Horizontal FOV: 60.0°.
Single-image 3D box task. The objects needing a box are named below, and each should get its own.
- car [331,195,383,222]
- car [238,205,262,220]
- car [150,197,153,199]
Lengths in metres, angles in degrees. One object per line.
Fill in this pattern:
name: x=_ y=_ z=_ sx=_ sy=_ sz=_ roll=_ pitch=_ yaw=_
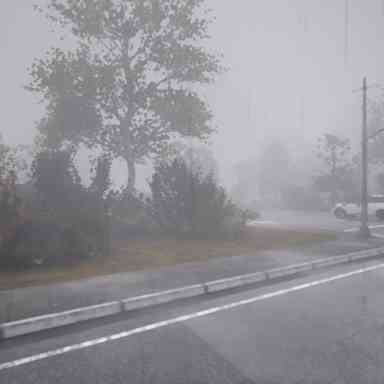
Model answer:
car: x=14.225 y=1.264 z=26.981 sx=2.150 sy=2.045 sz=5.566 roll=0 pitch=-1 yaw=-39
car: x=3.808 y=1.697 z=28.069 sx=1.994 sy=1.385 sz=4.181 roll=0 pitch=-1 yaw=-40
car: x=-6.088 y=1.834 z=53.064 sx=5.566 sy=2.045 sz=2.150 roll=-2 pitch=-1 yaw=40
